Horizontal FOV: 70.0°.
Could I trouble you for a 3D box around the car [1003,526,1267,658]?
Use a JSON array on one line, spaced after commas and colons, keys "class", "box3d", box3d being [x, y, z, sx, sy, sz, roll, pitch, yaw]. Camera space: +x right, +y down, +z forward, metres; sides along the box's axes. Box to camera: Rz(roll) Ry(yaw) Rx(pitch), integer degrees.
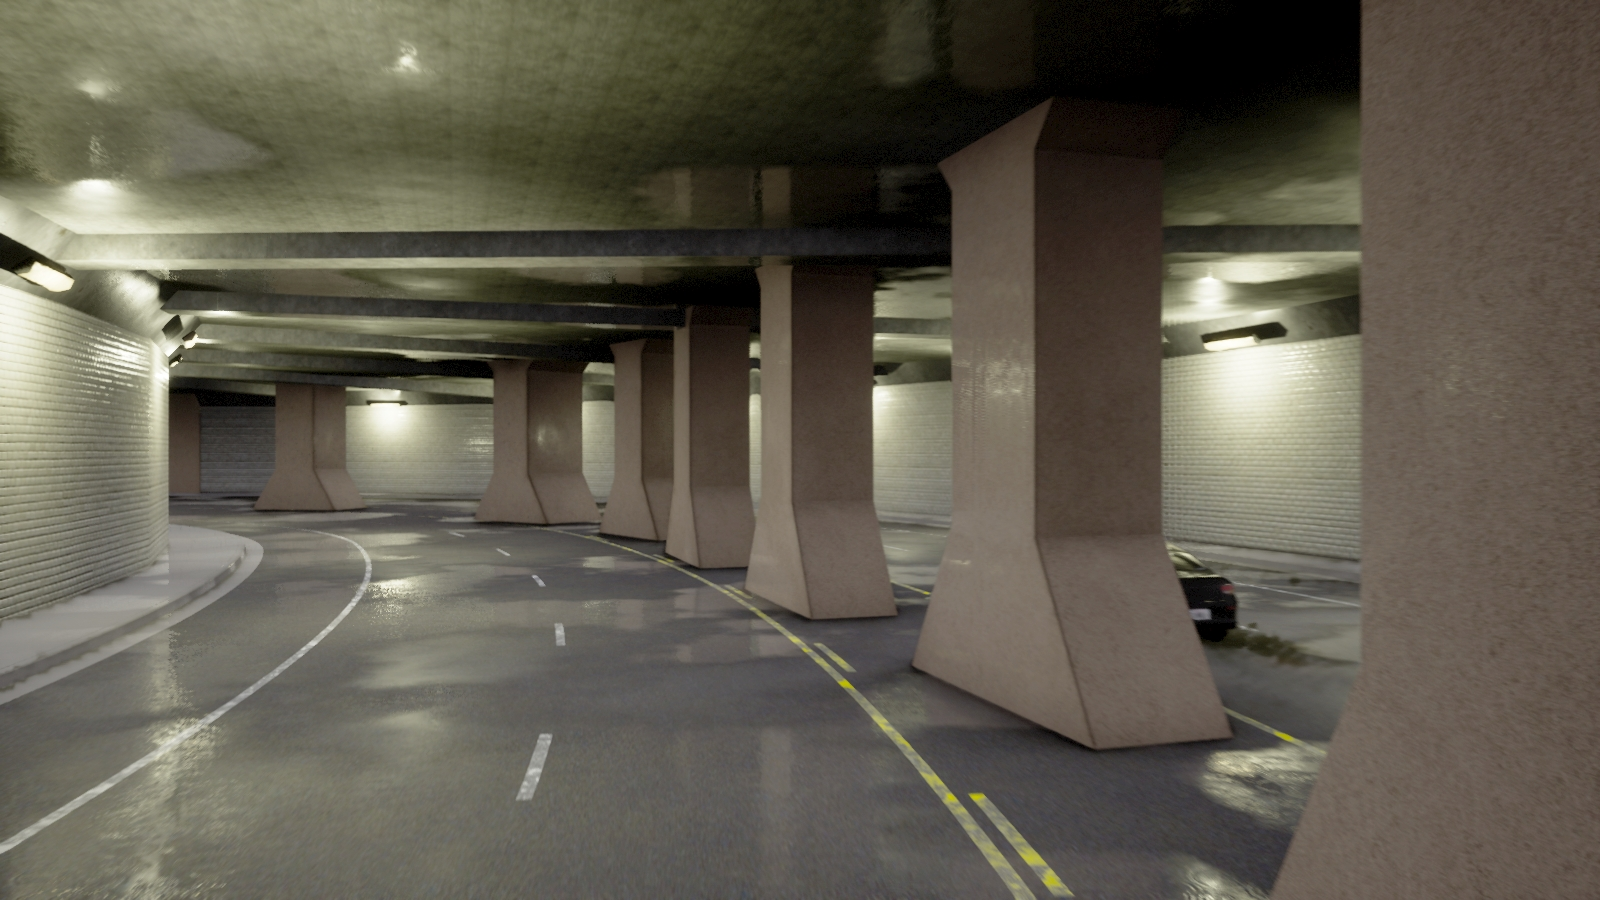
[{"class": "car", "box3d": [4.996, 2.079, 17.871, 2.002, 1.442, 4.674, 0, 0, -12]}]
